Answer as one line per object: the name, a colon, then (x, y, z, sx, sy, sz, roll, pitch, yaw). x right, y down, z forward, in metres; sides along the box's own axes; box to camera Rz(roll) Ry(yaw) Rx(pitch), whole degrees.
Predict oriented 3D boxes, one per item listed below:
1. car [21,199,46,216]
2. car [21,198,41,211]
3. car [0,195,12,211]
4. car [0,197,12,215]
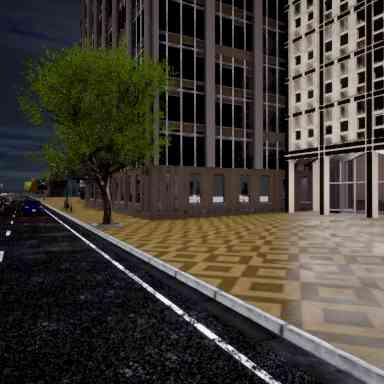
car: (-15.572, 1.525, 32.659, 1.812, 1.442, 4.674, 0, 0, -27)
car: (-20.103, 1.546, 41.481, 2.033, 1.411, 5.357, 0, 0, -27)
car: (-23.929, 1.350, 41.923, 2.097, 1.767, 4.553, 0, 0, -27)
car: (-19.311, 1.491, 32.942, 2.128, 1.511, 4.902, 0, 0, -27)
